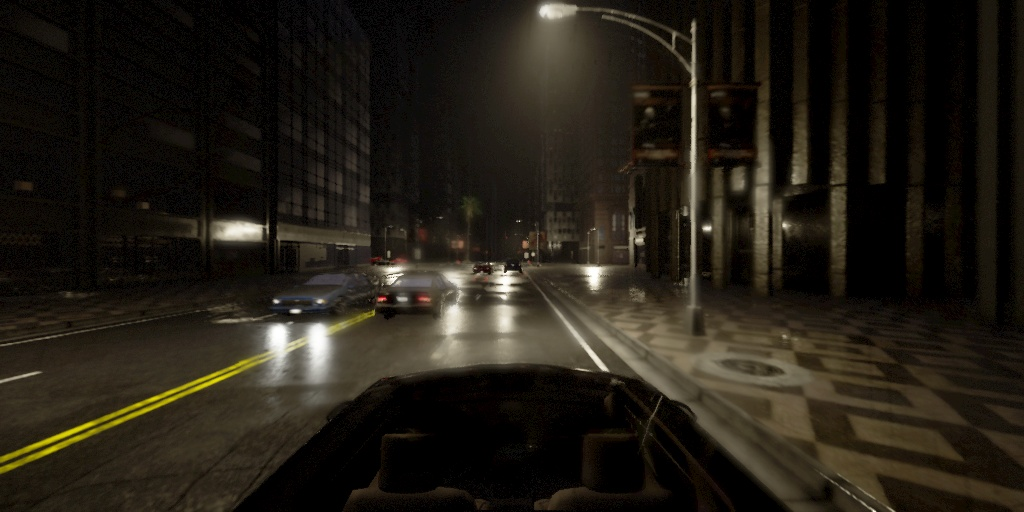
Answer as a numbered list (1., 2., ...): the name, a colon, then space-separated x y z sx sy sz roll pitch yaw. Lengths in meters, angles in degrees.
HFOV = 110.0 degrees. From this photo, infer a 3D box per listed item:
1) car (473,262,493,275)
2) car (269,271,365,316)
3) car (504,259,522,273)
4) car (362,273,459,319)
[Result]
1. car: -3.134 1.355 39.593 1.895 1.301 4.718 0 0 0
2. car: -6.575 1.298 13.569 2.033 1.411 5.357 0 0 0
3. car: 0.118 1.108 44.038 2.097 1.767 4.553 0 0 0
4. car: -3.147 1.298 12.829 2.033 1.411 5.357 0 0 0
